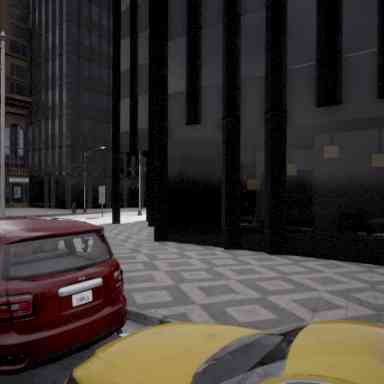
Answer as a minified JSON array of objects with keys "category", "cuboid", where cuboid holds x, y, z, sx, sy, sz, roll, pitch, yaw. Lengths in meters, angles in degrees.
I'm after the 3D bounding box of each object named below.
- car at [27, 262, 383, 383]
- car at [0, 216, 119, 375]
[{"category":"car","cuboid":[1.064,1.525,2.200,4.829,1.417,1.752,0,0,35]},{"category":"car","cuboid":[-3.217,1.313,5.249,5.009,1.841,2.192,0,0,35]}]
